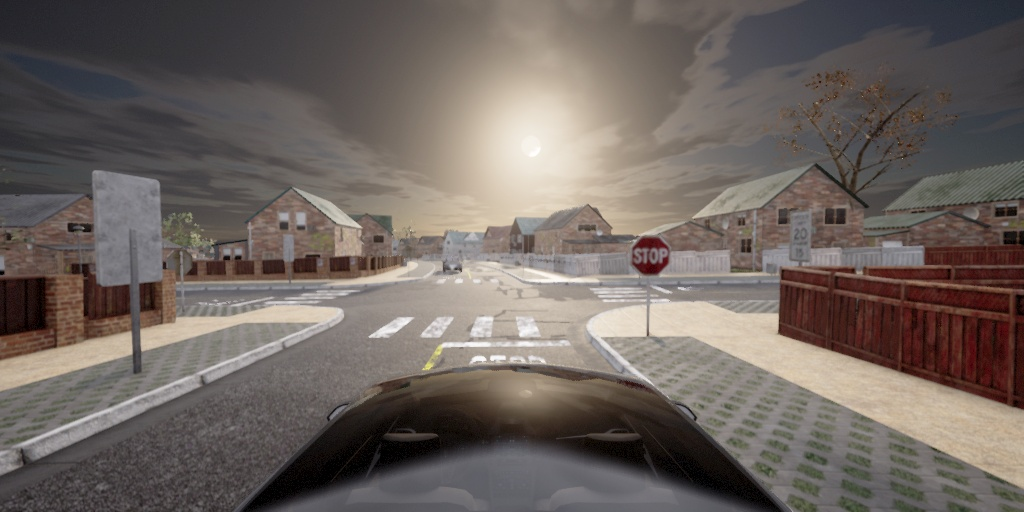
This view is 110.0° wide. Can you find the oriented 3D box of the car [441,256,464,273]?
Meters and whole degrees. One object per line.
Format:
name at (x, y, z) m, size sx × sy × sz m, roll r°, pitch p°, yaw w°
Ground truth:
car at (-5.742, 0.800, 34.716) m, size 2.128 × 1.511 × 4.902 m, roll 0°, pitch 1°, yaw -10°
